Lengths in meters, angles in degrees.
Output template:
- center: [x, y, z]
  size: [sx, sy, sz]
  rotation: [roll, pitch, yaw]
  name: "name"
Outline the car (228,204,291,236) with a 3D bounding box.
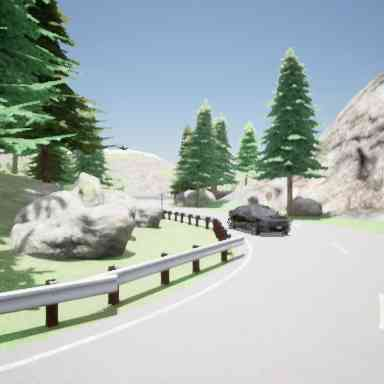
- center: [3.607, 1.452, 18.526]
  size: [1.882, 1.535, 5.008]
  rotation: [0, 0, -15]
  name: "car"
